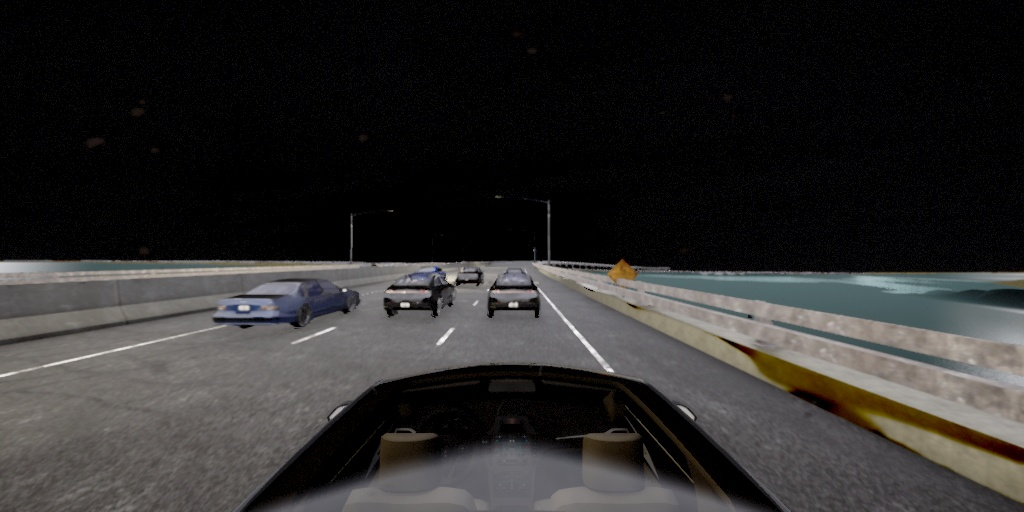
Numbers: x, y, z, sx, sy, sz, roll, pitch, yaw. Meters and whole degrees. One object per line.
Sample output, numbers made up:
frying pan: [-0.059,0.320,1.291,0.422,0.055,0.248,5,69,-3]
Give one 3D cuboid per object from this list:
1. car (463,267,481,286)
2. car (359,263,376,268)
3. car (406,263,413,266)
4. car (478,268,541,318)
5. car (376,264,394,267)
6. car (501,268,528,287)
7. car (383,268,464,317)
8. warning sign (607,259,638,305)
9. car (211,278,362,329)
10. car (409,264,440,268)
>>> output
car: [-3.285,1.600,28.928,2.128,1.511,4.902,0,-1,1]
car: [-23.853,2.005,59.722,1.837,1.490,4.892,0,-1,2]
car: [-16.868,1.989,59.560,2.128,1.511,4.902,0,-1,2]
car: [0.088,1.404,13.965,2.128,1.511,4.902,0,-1,1]
car: [-20.361,2.063,59.675,1.994,1.385,4.181,0,-1,2]
car: [0.222,1.675,29.132,1.994,1.385,4.181,0,-1,1]
car: [-3.411,1.405,13.980,2.128,1.511,4.902,0,-1,1]
warning sign: [4.597,1.040,14.843,1.300,1.860,1.060,0,0,0]
car: [-6.944,1.432,11.852,2.033,1.411,5.357,0,-1,1]
car: [-6.761,1.601,30.123,1.882,1.535,5.008,0,0,1]
